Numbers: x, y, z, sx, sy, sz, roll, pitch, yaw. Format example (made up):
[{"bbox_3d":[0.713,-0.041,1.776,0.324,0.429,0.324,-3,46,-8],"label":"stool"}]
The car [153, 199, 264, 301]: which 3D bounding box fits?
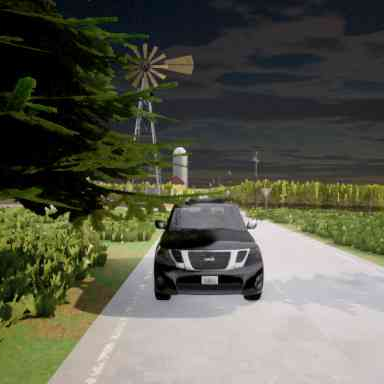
[{"bbox_3d":[0.336,1.221,8.709,2.150,2.045,5.566,0,0,0],"label":"car"}]
